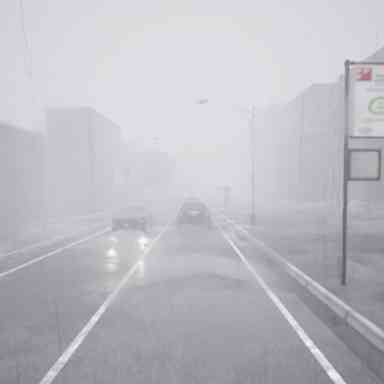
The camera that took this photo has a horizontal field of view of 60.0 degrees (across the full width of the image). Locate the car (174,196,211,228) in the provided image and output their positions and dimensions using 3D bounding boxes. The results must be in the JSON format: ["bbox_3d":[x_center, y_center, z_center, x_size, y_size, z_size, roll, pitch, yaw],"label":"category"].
[{"bbox_3d":[0.118,1.358,22.062,2.097,1.767,4.553,0,0,0],"label":"car"}]

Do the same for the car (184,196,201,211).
[{"bbox_3d":[0.092,1.410,42.408,2.097,1.767,4.553,0,0,0],"label":"car"}]

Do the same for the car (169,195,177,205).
[{"bbox_3d":[-3.159,1.437,62.379,2.097,1.767,4.553,0,0,1],"label":"car"}]

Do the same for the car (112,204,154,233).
[{"bbox_3d":[-3.465,1.482,20.093,1.882,1.535,5.008,0,0,0],"label":"car"}]
